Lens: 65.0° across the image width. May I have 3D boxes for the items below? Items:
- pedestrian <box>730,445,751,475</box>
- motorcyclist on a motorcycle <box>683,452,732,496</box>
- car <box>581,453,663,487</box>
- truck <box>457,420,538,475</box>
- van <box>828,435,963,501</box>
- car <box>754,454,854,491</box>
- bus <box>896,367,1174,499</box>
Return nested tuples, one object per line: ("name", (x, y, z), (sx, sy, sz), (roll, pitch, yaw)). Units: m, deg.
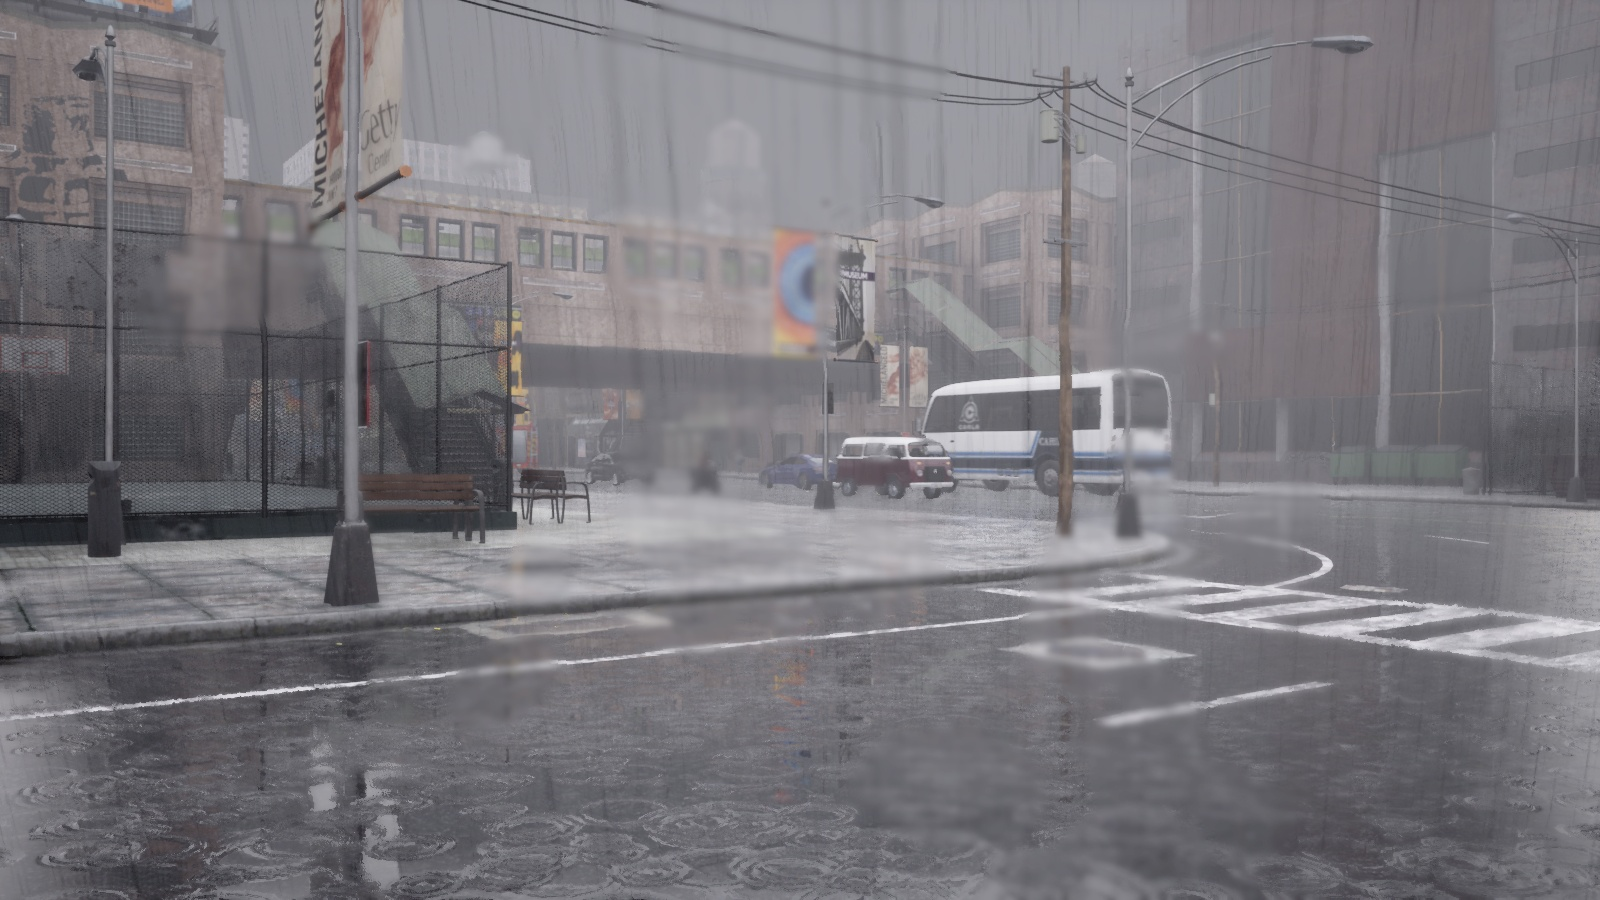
("pedestrian", (-3.627, 0.597, 76.648), (0.874, 1.855, 0.900), (0, 0, -39))
("motorcyclist on a motorcycle", (-3.279, 0.843, 44.405), (0.797, 1.523, 2.044), (0, 0, -34))
("car", (-8.295, 0.909, 58.112), (1.837, 1.490, 4.892), (0, 0, -34))
("truck", (-22.062, -0.150, 91.163), (2.891, 3.827, 8.468), (0, 0, -34))
("van", (3.074, 0.563, 41.254), (2.069, 2.038, 4.480), (0, 0, -34))
("car", (0.118, 0.897, 51.880), (1.812, 1.442, 4.674), (0, 0, -34))
("bus", (8.260, -0.536, 46.082), (3.944, 4.253, 10.273), (0, 0, -34))
